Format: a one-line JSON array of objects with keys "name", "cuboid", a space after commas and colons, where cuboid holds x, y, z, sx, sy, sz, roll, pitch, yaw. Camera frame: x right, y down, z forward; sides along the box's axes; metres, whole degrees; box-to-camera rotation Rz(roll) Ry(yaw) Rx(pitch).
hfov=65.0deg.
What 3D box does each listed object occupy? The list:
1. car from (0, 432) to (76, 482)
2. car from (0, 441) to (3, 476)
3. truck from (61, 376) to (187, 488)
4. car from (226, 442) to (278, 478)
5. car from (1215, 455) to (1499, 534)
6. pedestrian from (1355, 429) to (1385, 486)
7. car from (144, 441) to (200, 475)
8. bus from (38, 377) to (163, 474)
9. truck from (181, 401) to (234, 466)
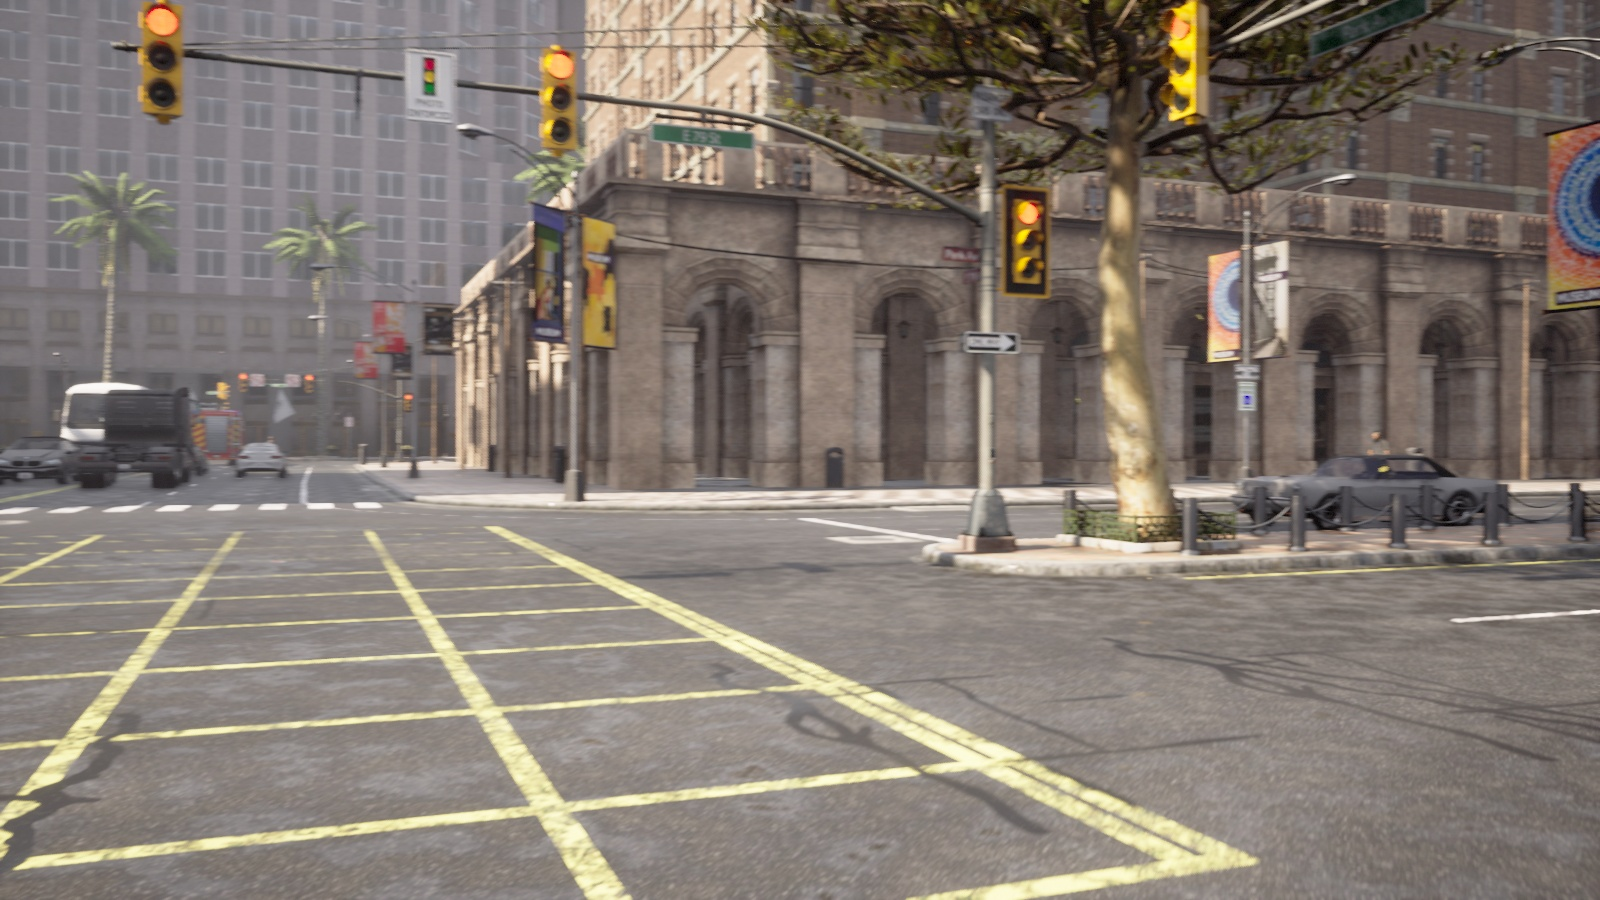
[{"name": "car", "cuboid": [-27.190, 0.232, 44.238, 2.242, 1.667, 4.611, 0, 0, -21]}, {"name": "car", "cuboid": [-32.968, 0.362, 49.446, 1.812, 1.442, 4.674, 0, 1, -21]}, {"name": "truck", "cuboid": [-22.939, -0.570, 42.996, 2.891, 3.462, 7.936, 0, 0, -22]}, {"name": "car", "cuboid": [-23.122, 0.378, 53.096, 1.812, 1.442, 4.674, 0, 0, -21]}, {"name": "car", "cuboid": [10.102, 0.754, 22.781, 4.718, 1.301, 1.895, 0, 0, -21]}, {"name": "pedestrian", "cuboid": [18.472, 0.239, 40.707, 0.694, 1.848, 0.540, 0, 0, -22]}, {"name": "car", "cuboid": [-28.195, 0.340, 56.498, 1.812, 1.442, 4.674, 0, 0, -21]}, {"name": "bus", "cuboid": [-33.678, -1.109, 60.964, 3.944, 4.253, 10.273, 0, 0, -21]}, {"name": "truck", "cuboid": [-37.210, -1.013, 78.779, 2.891, 3.827, 8.468, 0, 0, -26]}]
